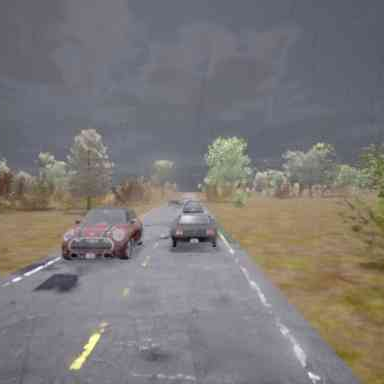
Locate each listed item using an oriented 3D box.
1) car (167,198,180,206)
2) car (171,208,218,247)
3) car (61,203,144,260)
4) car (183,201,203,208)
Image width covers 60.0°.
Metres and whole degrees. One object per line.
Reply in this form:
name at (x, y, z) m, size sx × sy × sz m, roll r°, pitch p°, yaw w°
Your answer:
car at (-3.035, 1.587, 55.257) m, size 1.895 × 1.301 × 4.718 m, roll 0°, pitch 0°, yaw 1°
car at (0.103, 1.605, 15.148) m, size 1.895 × 1.301 × 4.718 m, roll 0°, pitch 0°, yaw 0°
car at (-3.096, 1.355, 12.381) m, size 2.097 × 1.767 × 4.553 m, roll 0°, pitch 0°, yaw 0°
car at (0.109, 1.564, 32.516) m, size 1.994 × 1.385 × 4.181 m, roll 0°, pitch 0°, yaw 0°
